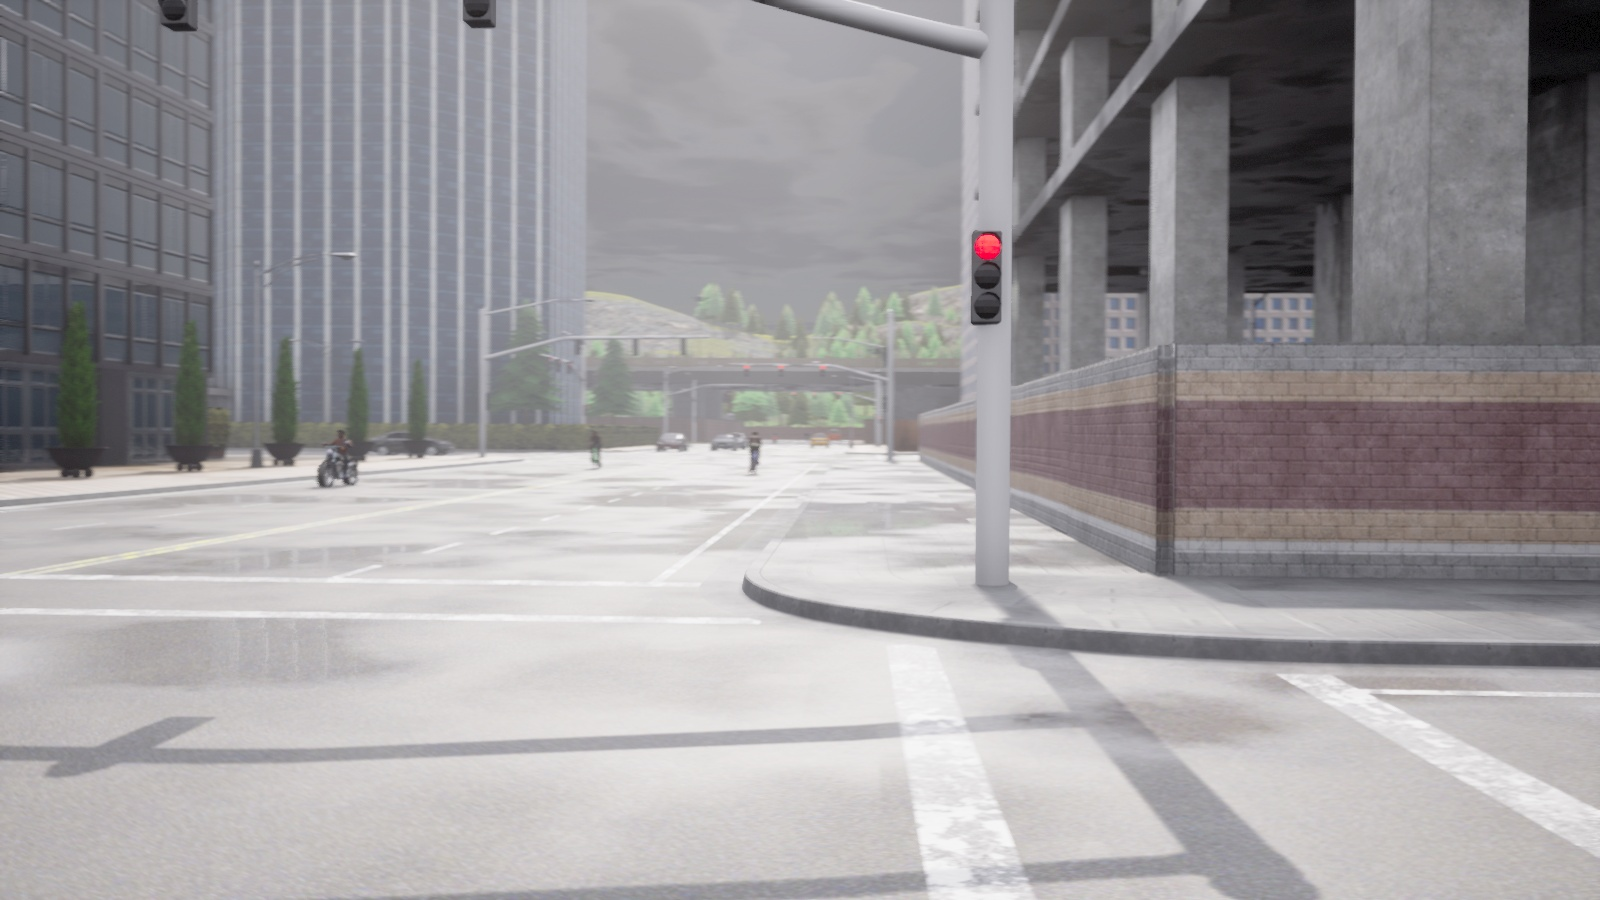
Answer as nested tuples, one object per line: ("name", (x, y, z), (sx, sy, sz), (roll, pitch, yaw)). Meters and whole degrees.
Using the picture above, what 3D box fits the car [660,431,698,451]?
("car", (-9.303, -0.724, 96.838), (2.163, 1.488, 4.792), (1, 1, 3))

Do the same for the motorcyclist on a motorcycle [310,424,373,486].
("motorcyclist on a motorcycle", (-12.648, 0.119, 34.711), (0.766, 1.649, 2.350), (1, 1, 3))

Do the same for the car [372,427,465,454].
("car", (-22.435, -0.557, 73.962), (4.892, 1.490, 1.837), (1, 1, 3))
